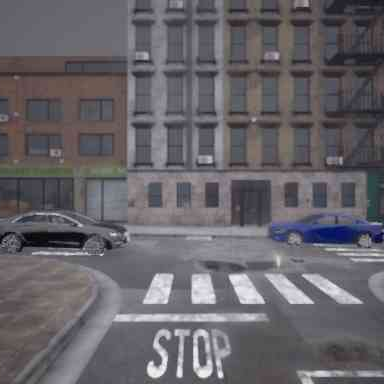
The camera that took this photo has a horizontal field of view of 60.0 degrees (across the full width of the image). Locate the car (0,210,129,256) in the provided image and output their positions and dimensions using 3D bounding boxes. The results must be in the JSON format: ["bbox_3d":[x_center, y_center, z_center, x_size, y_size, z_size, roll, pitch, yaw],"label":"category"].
[{"bbox_3d":[-4.828,1.445,12.399,4.902,1.511,2.128,1,-1,0],"label":"car"}]

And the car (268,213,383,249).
[{"bbox_3d":[6.055,1.692,15.321,5.008,1.535,1.882,1,-1,0],"label":"car"}]
